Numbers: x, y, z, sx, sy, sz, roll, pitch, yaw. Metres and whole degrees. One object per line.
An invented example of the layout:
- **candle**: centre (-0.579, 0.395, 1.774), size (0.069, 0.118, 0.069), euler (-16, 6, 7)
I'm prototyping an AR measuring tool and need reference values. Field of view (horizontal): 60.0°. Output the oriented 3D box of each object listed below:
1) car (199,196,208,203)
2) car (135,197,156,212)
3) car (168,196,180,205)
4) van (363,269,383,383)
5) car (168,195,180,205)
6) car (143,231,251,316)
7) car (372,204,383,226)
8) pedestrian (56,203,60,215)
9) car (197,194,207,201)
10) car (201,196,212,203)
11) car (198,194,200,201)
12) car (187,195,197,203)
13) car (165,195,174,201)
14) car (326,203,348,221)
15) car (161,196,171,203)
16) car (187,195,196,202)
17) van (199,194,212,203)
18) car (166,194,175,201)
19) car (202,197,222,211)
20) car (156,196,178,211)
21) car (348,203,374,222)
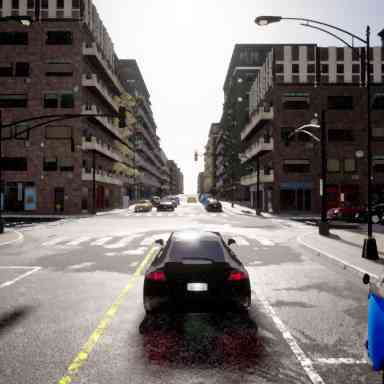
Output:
- **car**: centre (2.563, 1.612, 73.802), size (1.802, 1.307, 4.206), euler (1, 0, 0)
- **car**: centre (-5.751, 1.539, 39.761), size (1.752, 1.417, 4.829), euler (1, 0, 0)
- **car**: centre (-3.183, 1.500, 60.019), size (1.882, 1.535, 5.008), euler (0, 0, 0)
- **van**: centre (2.670, 1.342, 2.001), size (1.690, 1.788, 3.998), euler (1, 0, 0)
- **car**: centre (-3.190, 1.496, 49.643), size (1.882, 1.535, 5.008), euler (0, 0, 0)
- **car**: centre (0.086, 1.566, 7.603), size (1.994, 1.385, 4.181), euler (0, 0, 0)
- **car**: centre (13.501, 1.583, 19.771), size (4.313, 1.339, 1.947), euler (0, -1, 1)
- **pedestrian**: centre (-12.598, 1.597, 31.353), size (0.500, 1.100, 0.500), euler (0, -1, 1)
- **car**: centre (2.546, 1.352, 85.088), size (2.192, 1.841, 5.009), euler (1, 0, 0)
- **car**: centre (2.617, 1.567, 45.590), size (2.008, 1.369, 4.403), euler (1, 0, 0)
- **car**: centre (2.575, 1.552, 68.330), size (1.752, 1.417, 4.829), euler (1, 0, 0)
- **car**: centre (-0.032, 1.506, 70.204), size (1.882, 1.535, 5.008), euler (0, 0, 0)
- **car**: centre (-5.838, 1.588, 85.072), size (2.008, 1.369, 4.403), euler (1, 0, 0)
- **car**: centre (13.589, 1.608, 28.153), size (4.097, 1.590, 1.967), euler (0, -1, 1)
- **car**: centre (-5.816, 1.575, 73.787), size (1.887, 1.381, 4.507), euler (1, 0, 0)
- **car**: centre (-0.152, 1.559, 80.477), size (2.128, 1.511, 4.902), euler (0, 0, 0)
- **van**: centre (2.599, 1.362, 56.875), size (1.690, 1.788, 3.998), euler (1, 0, 0)
- **car**: centre (-5.847, 1.480, 90.715), size (1.967, 1.590, 4.097), euler (1, 0, 0)
- **car**: centre (2.627, 1.580, 39.947), size (1.947, 1.339, 4.313), euler (1, 0, 0)
- **car**: centre (-3.176, 1.578, 40.926), size (1.994, 1.385, 4.181), euler (0, 0, 0)
- **car**: centre (15.061, 1.635, 25.545), size (4.892, 1.490, 1.837), euler (0, -1, 0)
